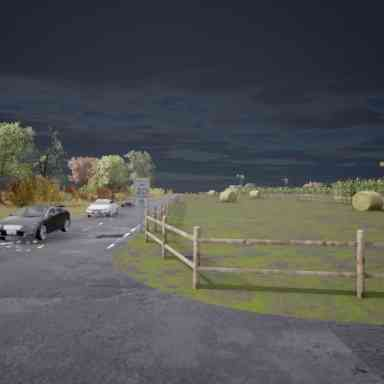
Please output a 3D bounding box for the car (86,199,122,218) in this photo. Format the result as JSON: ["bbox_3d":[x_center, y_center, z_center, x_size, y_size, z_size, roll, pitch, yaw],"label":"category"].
[{"bbox_3d":[-7.657,1.357,28.760,1.812,1.442,4.674,1,0,-1],"label":"car"}]

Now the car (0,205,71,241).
[{"bbox_3d":[-7.551,1.401,16.361,2.128,1.511,4.902,1,0,-1],"label":"car"}]

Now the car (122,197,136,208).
[{"bbox_3d":[-7.765,1.314,42.345,1.994,1.385,4.181,1,0,0],"label":"car"}]
